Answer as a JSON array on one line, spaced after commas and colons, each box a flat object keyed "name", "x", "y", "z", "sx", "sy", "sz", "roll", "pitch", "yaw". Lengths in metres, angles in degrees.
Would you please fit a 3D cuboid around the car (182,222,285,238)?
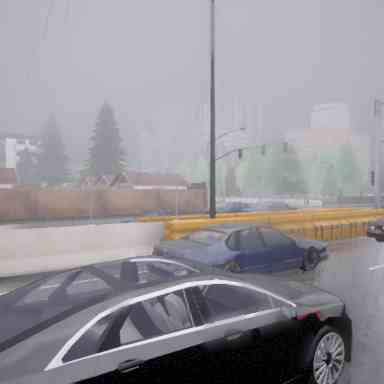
[{"name": "car", "x": 1.457, "y": 1.547, "z": 9.074, "sx": 5.357, "sy": 1.411, "sz": 2.033, "roll": 0, "pitch": 0, "yaw": -35}]

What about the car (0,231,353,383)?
[{"name": "car", "x": -0.177, "y": 1.491, "z": 3.617, "sx": 4.902, "sy": 1.511, "sz": 2.128, "roll": 0, "pitch": 0, "yaw": -35}]

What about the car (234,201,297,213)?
[{"name": "car", "x": 5.877, "y": 1.476, "z": 25.241, "sx": 5.008, "sy": 1.535, "sz": 1.882, "roll": 0, "pitch": 0, "yaw": -35}]

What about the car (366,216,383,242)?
[{"name": "car", "x": 10.055, "y": 1.546, "z": 15.179, "sx": 5.357, "sy": 1.411, "sz": 2.033, "roll": 0, "pitch": 0, "yaw": -35}]

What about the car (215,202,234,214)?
[{"name": "car", "x": 3.390, "y": 1.546, "z": 27.754, "sx": 5.357, "sy": 1.411, "sz": 2.033, "roll": 0, "pitch": 0, "yaw": -36}]

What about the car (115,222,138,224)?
[{"name": "car", "x": -1.691, "y": 1.563, "z": 15.653, "sx": 4.181, "sy": 1.385, "sz": 1.994, "roll": 0, "pitch": 0, "yaw": -35}]
